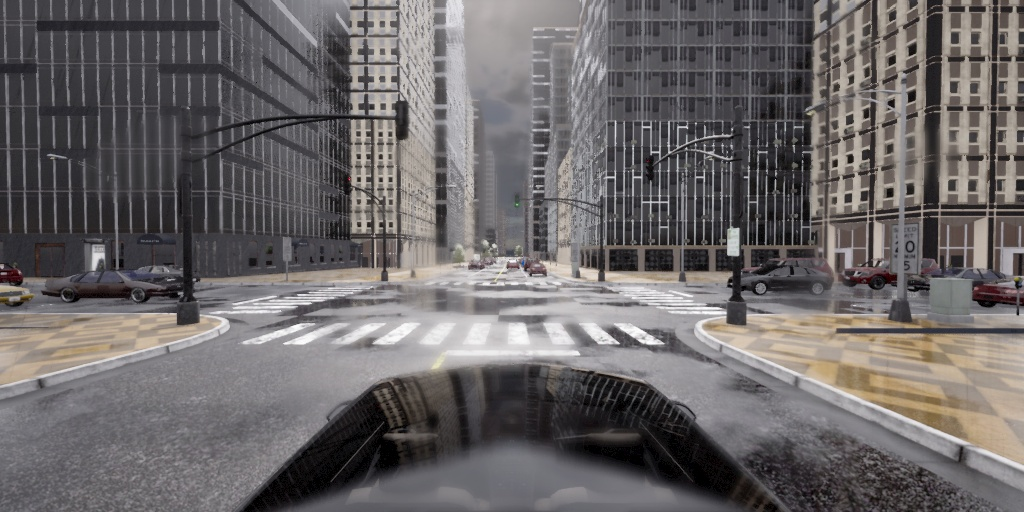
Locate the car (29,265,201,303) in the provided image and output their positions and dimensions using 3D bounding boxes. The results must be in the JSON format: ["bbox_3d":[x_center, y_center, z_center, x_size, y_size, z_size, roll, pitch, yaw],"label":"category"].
[{"bbox_3d":[-17.620,1.295,16.173,5.357,1.411,2.033,0,1,0],"label":"car"}]

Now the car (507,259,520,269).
[{"bbox_3d":[0.149,1.307,57.816,1.994,1.385,4.181,0,0,0],"label":"car"}]

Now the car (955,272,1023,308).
[{"bbox_3d":[20.191,1.421,13.645,4.207,1.307,1.802,0,0,0],"label":"car"}]

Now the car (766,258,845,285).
[{"bbox_3d":[16.578,1.030,21.778,5.009,1.841,2.192,0,0,0],"label":"car"}]

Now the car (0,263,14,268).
[{"bbox_3d":[-32.548,1.084,21.636,4.097,1.591,1.967,0,0,0],"label":"car"}]

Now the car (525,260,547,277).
[{"bbox_3d":[2.561,1.330,35.924,1.802,1.307,4.207,0,0,0],"label":"car"}]

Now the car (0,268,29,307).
[{"bbox_3d":[-21.251,1.305,13.585,4.829,1.417,1.751,0,0,0],"label":"car"}]

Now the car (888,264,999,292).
[{"bbox_3d":[24.011,1.311,19.186,5.357,1.411,2.033,0,1,0],"label":"car"}]

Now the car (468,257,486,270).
[{"bbox_3d":[-5.272,1.185,52.480,1.967,1.591,4.097,0,0,0],"label":"car"}]

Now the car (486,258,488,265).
[{"bbox_3d":[-5.268,1.326,58.004,1.802,1.307,4.207,0,0,0],"label":"car"}]

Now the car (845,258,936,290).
[{"bbox_3d":[22.910,1.039,21.787,5.009,1.841,2.192,0,0,0],"label":"car"}]

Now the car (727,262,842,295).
[{"bbox_3d":[14.188,1.255,19.157,4.892,1.490,1.837,0,1,1],"label":"car"}]

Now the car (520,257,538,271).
[{"bbox_3d":[2.591,1.061,46.973,2.192,1.841,5.009,0,0,0],"label":"car"}]
